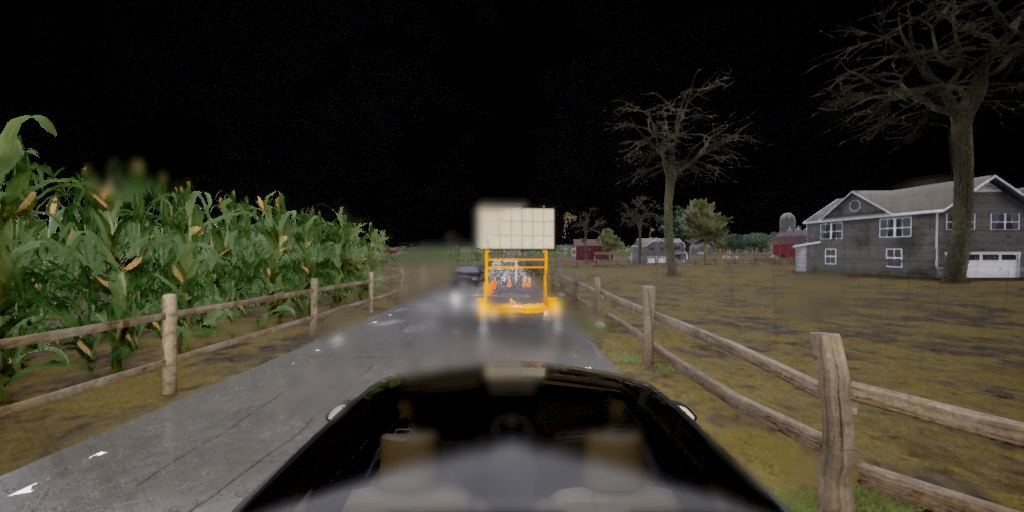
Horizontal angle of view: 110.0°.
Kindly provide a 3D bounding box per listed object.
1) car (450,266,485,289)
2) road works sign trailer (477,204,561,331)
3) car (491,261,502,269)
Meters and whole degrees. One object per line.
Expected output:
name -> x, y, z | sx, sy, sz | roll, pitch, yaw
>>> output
car -> -2.848, 1.341, 23.940 | 2.033, 1.411, 5.357 | 0, 0, 0
road works sign trailer -> 0.122, 0.226, 11.047 | 2.380, 3.560, 2.880 | 0, 0, -5
car -> -2.798, 1.529, 64.995 | 1.812, 1.442, 4.674 | 0, 0, 1
